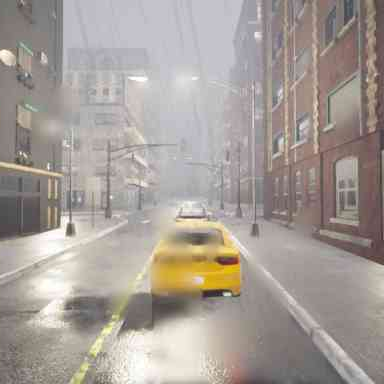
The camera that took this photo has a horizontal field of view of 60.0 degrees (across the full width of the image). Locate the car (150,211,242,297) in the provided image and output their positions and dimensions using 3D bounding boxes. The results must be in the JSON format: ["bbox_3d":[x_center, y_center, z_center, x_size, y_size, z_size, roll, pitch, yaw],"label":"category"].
[{"bbox_3d":[0.089,1.484,8.627,1.882,1.535,5.008,0,0,0],"label":"car"}]

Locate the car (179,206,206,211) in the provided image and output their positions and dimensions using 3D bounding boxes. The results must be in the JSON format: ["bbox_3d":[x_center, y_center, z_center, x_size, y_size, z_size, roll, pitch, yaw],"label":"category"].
[{"bbox_3d":[0.066,1.509,17.910,2.128,1.511,4.902,0,0,1],"label":"car"}]
